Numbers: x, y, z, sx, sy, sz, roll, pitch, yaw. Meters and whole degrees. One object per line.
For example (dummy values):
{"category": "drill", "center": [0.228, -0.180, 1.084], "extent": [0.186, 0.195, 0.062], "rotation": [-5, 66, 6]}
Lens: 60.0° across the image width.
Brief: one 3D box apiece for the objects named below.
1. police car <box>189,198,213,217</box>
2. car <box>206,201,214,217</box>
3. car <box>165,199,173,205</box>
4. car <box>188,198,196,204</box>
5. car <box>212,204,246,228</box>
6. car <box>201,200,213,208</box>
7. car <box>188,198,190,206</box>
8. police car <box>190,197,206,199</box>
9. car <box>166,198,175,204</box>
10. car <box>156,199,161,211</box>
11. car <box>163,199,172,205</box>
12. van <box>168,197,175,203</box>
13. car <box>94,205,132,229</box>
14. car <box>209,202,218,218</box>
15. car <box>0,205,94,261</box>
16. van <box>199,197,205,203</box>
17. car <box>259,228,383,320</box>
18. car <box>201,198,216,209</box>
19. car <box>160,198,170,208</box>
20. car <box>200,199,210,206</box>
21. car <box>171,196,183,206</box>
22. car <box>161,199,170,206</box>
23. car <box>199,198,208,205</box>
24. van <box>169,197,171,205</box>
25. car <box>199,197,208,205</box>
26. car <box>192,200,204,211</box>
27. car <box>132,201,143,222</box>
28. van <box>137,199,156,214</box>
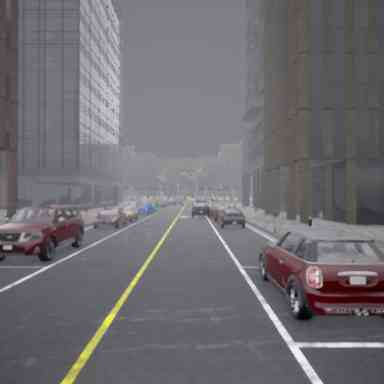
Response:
{"category": "police car", "center": [0.900, 1.780, 35.478], "extent": [1.930, 1.638, 5.238], "rotation": [0, -1, 0]}
{"category": "car", "center": [2.772, 1.891, 34.662], "extent": [1.887, 1.381, 4.507], "rotation": [0, -1, 0]}
{"category": "car", "center": [-5.739, 2.376, 83.431], "extent": [1.752, 1.417, 4.829], "rotation": [0, -1, 0]}
{"category": "car", "center": [0.026, 2.308, 87.149], "extent": [1.994, 1.385, 4.181], "rotation": [0, -1, 0]}
{"category": "car", "center": [2.769, 1.788, 23.787], "extent": [2.008, 1.369, 4.403], "rotation": [0, -1, 0]}
{"category": "car", "center": [2.780, 2.175, 61.848], "extent": [2.008, 1.369, 4.403], "rotation": [0, -1, 0]}
{"category": "car", "center": [0.022, 2.085, 72.257], "extent": [1.882, 1.535, 5.008], "rotation": [0, -1, 0]}
{"category": "police car", "center": [0.914, 1.881, 45.478], "extent": [1.930, 1.638, 5.238], "rotation": [0, -1, 0]}
{"category": "car", "center": [-5.737, 2.351, 89.039], "extent": [1.967, 1.590, 4.097], "rotation": [0, -1, 0]}
{"category": "car", "center": [-5.750, 2.007, 45.540], "extent": [2.008, 1.369, 4.403], "rotation": [0, -1, 0]}
{"category": "car", "center": [-5.740, 2.361, 78.163], "extent": [1.947, 1.339, 4.313], "rotation": [0, -1, 0]}
{"category": "van", "center": [-5.736, 2.310, 94.477], "extent": [1.690, 1.788, 3.998], "rotation": [0, -1, 0]}
{"category": "car", "center": [-5.756, 1.819, 23.790], "extent": [1.802, 1.307, 4.206], "rotation": [0, -1, 0]}
{"category": "car", "center": [2.771, 1.836, 29.225], "extent": [1.887, 1.381, 4.507], "rotation": [0, -1, 0]}
{"category": "car", "center": [-5.760, 1.443, 12.918], "extent": [2.192, 1.841, 5.009], "rotation": [0, -1, 0]}
{"category": "van", "center": [2.790, 2.310, 94.475], "extent": [1.690, 1.788, 3.998], "rotation": [0, -1, 0]}
{"category": "car", "center": [2.764, 1.515, 7.477], "extent": [1.967, 1.590, 4.097], "rotation": [0, -1, 0]}
{"category": "car", "center": [2.778, 1.883, 56.414], "extent": [2.192, 1.841, 5.009], "rotation": [0, -1, 0]}
{"category": "car", "center": [-5.745, 2.190, 61.851], "extent": [1.947, 1.339, 4.313], "rotation": [0, -1, 0]}
{"category": "car", "center": [2.783, 2.282, 72.723], "extent": [1.887, 1.381, 4.507], "rotation": [0, -1, 0]}
{"category": "car", "center": [-2.978, 1.946, 71.167], "extent": [2.150, 2.045, 5.566], "rotation": [0, -1, 0]}
{"category": "car", "center": [-5.742, 2.261, 72.556], "extent": [1.752, 1.417, 4.829], "rotation": [0, -1, 0]}
{"category": "car", "center": [2.785, 2.235, 78.161], "extent": [1.967, 1.590, 4.097], "rotation": [0, -1, 0]}
{"category": "van", "center": [-5.744, 2.021, 67.291], "extent": [1.690, 1.788, 3.998], "rotation": [0, -1, 0]}
{"category": "car", "center": [2.786, 2.168, 83.600], "extent": [2.192, 1.841, 5.009], "rotation": [0, -1, 0]}
{"category": "car", "center": [0.916, 2.042, 51.366], "extent": [1.812, 1.442, 4.674], "rotation": [0, -1, 0]}
{"category": "car", "center": [-5.755, 1.815, 29.058], "extent": [1.752, 1.417, 4.829], "rotation": [0, -1, 0]}
{"category": "van", "center": [-5.751, 1.742, 40.104], "extent": [1.690, 1.788, 3.998], "rotation": [0, -1, 0]}
